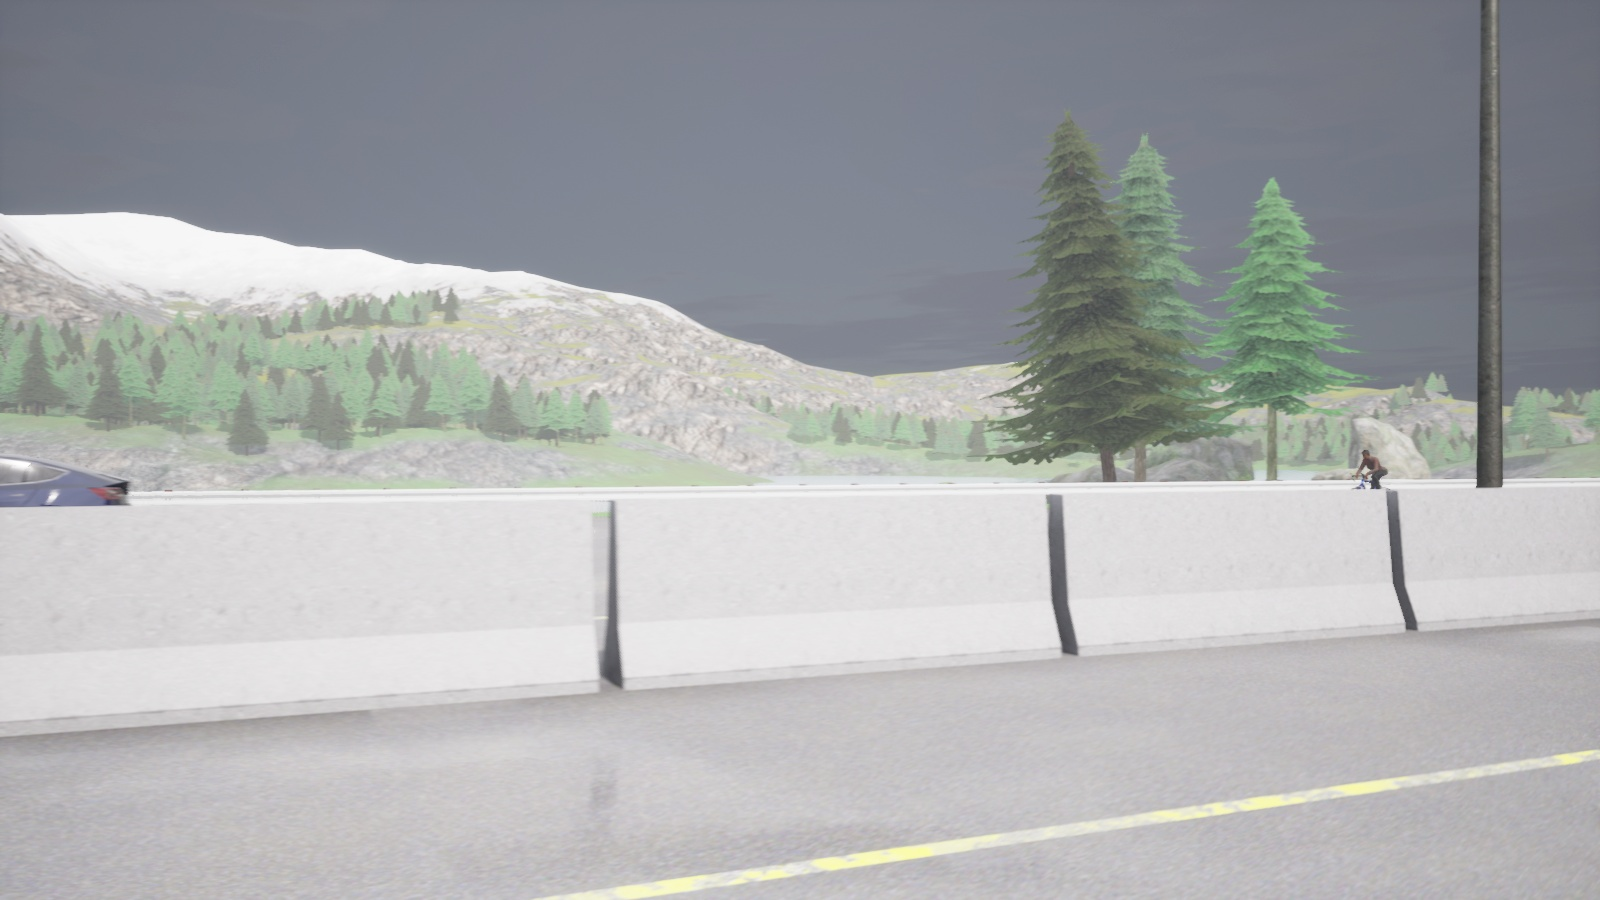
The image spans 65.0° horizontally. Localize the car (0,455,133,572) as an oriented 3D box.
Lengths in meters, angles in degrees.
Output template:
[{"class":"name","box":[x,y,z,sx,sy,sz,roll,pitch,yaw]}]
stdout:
[{"class":"car","box":[-11.627,0.817,16.619,4.792,1.488,2.163,0,0,-23]}]
